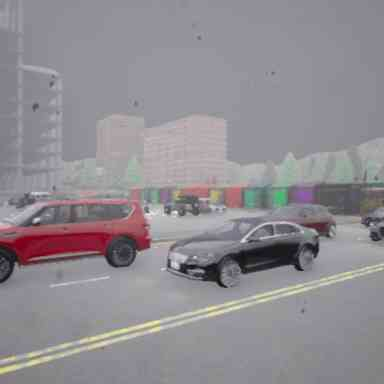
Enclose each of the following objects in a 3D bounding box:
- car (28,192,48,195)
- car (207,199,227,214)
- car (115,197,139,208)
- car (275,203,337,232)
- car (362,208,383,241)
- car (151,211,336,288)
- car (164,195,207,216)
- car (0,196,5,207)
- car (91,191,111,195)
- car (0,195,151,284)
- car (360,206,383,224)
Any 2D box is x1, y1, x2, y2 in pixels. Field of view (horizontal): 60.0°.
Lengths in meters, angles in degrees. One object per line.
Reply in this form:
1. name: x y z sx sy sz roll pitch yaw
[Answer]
1. car: -24.798 1.133 52.790 1.932 1.855 4.605 0 0 -37
2. car: 1.499 1.414 31.756 1.970 1.475 3.806 0 0 -37
3. car: -8.976 1.369 45.734 1.784 1.438 3.905 0 0 -37
4. car: 4.898 1.369 16.017 4.553 1.767 2.097 0 0 -35
5. car: 10.039 1.590 15.344 4.181 1.385 1.994 0 0 -35
6. car: 1.604 1.500 9.381 4.902 1.511 2.128 0 0 -35
7. car: -0.826 1.169 30.031 1.905 1.878 3.866 0 0 -37
8. car: -29.236 1.365 49.410 1.970 1.475 3.806 0 0 -37
9. car: -11.333 1.154 44.051 1.932 1.855 4.605 0 0 -37
10. car: -3.888 1.221 9.789 5.566 2.045 2.150 0 0 -35
11. car: 13.316 1.583 21.934 5.357 1.411 2.033 0 0 -35
